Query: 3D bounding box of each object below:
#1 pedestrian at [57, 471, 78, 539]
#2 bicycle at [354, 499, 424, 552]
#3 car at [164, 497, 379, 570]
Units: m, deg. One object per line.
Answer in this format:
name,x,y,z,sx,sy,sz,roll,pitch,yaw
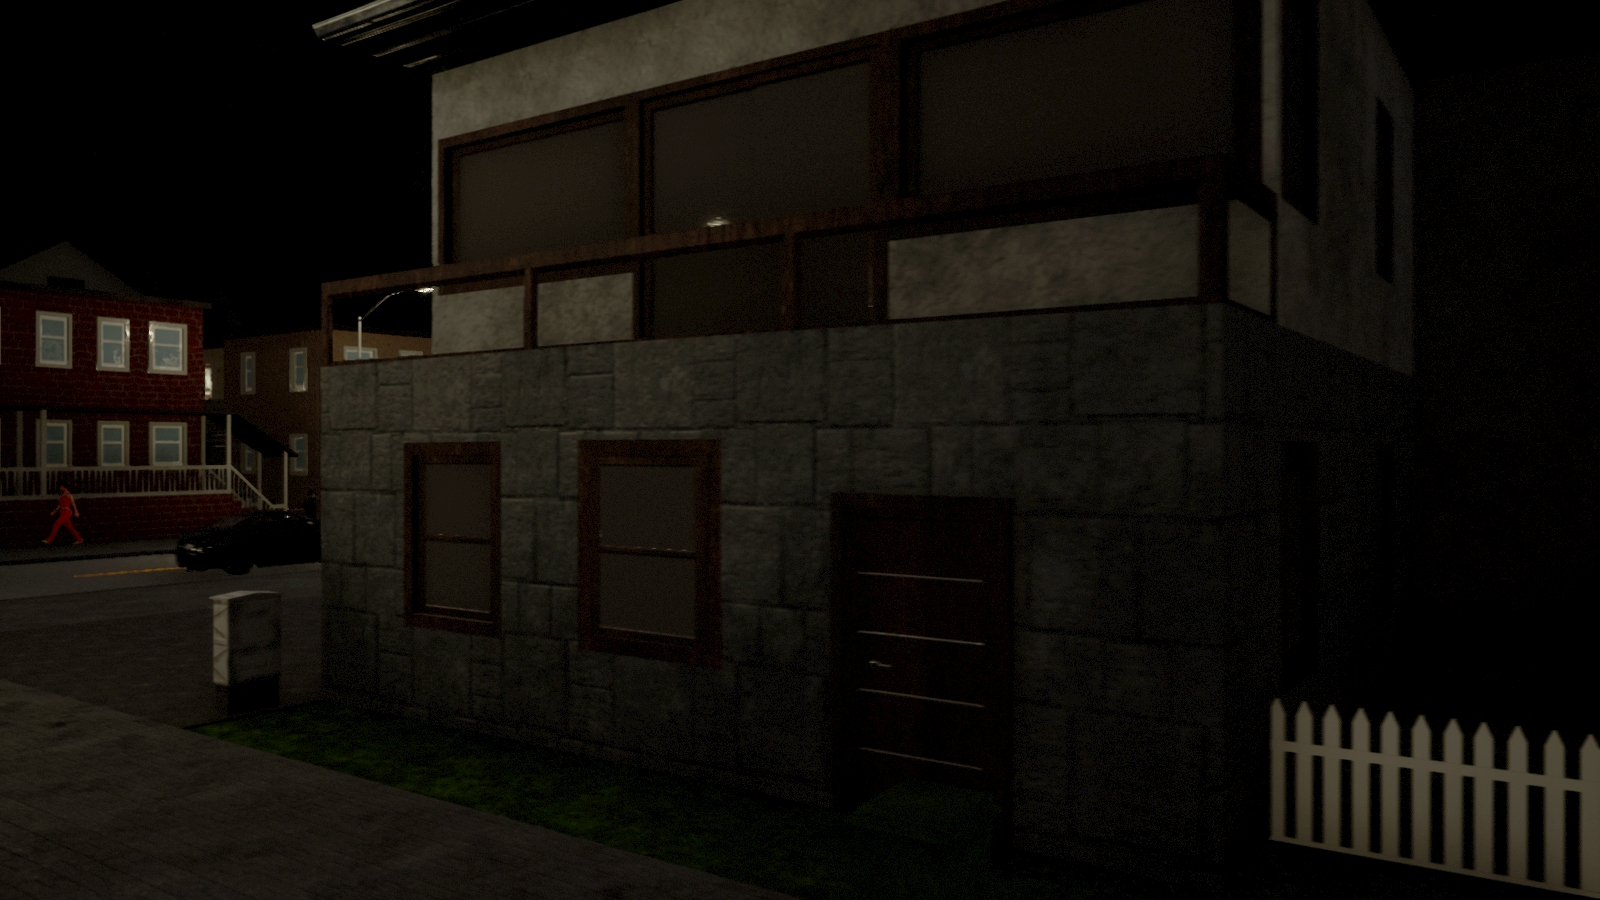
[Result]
pedestrian,-20.416,1.517,31.836,0.375,1.860,0.375,0,0,37
bicycle,-10.598,1.941,29.528,0.329,1.271,1.835,0,0,35
car,-12.420,1.900,27.075,1.994,1.385,4.181,0,0,36
